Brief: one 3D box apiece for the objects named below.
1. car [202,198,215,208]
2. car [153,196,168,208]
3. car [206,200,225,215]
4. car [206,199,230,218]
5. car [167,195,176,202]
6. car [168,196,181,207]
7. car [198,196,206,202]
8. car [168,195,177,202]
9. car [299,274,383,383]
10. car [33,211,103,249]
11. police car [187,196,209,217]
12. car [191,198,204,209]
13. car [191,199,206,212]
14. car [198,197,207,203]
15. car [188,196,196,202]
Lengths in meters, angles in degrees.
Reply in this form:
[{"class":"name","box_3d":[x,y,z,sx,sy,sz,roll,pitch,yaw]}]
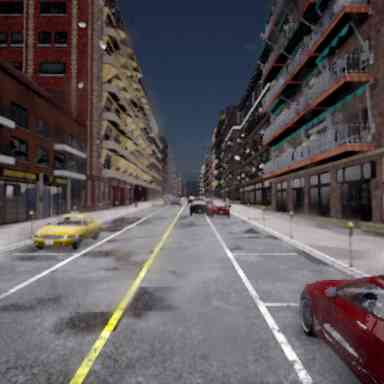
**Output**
[{"class":"car","box_3d":[2.585,1.753,53.567,1.887,1.381,4.507,1,0,0]},{"class":"car","box_3d":[-5.294,1.733,53.461,1.752,1.417,4.829,2,0,0]},{"class":"car","box_3d":[2.586,1.652,37.147,1.752,1.417,4.829,1,0,0]},{"class":"car","box_3d":[2.585,1.647,31.445,1.887,1.381,4.507,1,0,0]},{"class":"car","box_3d":[-5.289,1.724,86.814,2.192,1.841,5.009,1,0,0]},{"class":"car","box_3d":[-2.803,1.774,57.194,2.033,1.411,5.357,0,0,1]},{"class":"car","box_3d":[2.596,1.849,86.753,1.967,1.590,4.097,1,0,0]},{"class":"car","box_3d":[-5.289,1.763,92.344,2.192,1.841,5.009,1,0,0]},{"class":"car","box_3d":[2.584,1.592,3.796,1.802,1.307,4.206,1,0,0]},{"class":"car","box_3d":[-5.293,1.567,14.754,1.752,1.417,4.829,2,0,0]},{"class":"police car","box_3d":[0.673,1.535,33.203,1.930,1.638,5.238,0,0,-1]},{"class":"car","box_3d":[0.826,1.711,49.118,1.812,1.442,4.674,0,0,0]},{"class":"car","box_3d":[0.826,1.660,43.117,1.837,1.490,4.892,0,0,0]},{"class":"car","box_3d":[2.586,1.916,81.220,1.887,1.381,4.507,1,0,0]},{"class":"car","box_3d":[0.002,1.786,83.835,1.812,1.442,4.674,0,0,0]}]
